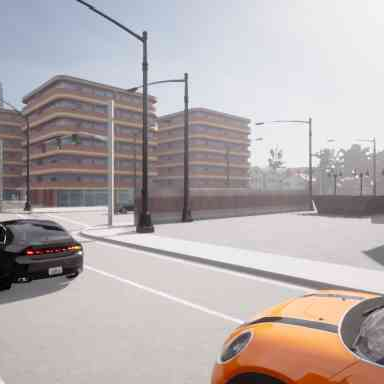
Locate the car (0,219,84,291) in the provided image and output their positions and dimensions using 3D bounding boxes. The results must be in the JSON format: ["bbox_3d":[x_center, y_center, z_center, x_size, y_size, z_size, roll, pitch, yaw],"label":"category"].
[{"bbox_3d":[-4.699,1.505,9.166,1.837,1.490,4.892,0,0,-43],"label":"car"}]

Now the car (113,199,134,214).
[{"bbox_3d":[-6.322,1.491,34.976,4.902,1.511,2.128,0,0,-44],"label":"car"}]

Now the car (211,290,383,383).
[{"bbox_3d":[2.319,1.352,2.301,4.553,1.767,2.097,0,0,40],"label":"car"}]
